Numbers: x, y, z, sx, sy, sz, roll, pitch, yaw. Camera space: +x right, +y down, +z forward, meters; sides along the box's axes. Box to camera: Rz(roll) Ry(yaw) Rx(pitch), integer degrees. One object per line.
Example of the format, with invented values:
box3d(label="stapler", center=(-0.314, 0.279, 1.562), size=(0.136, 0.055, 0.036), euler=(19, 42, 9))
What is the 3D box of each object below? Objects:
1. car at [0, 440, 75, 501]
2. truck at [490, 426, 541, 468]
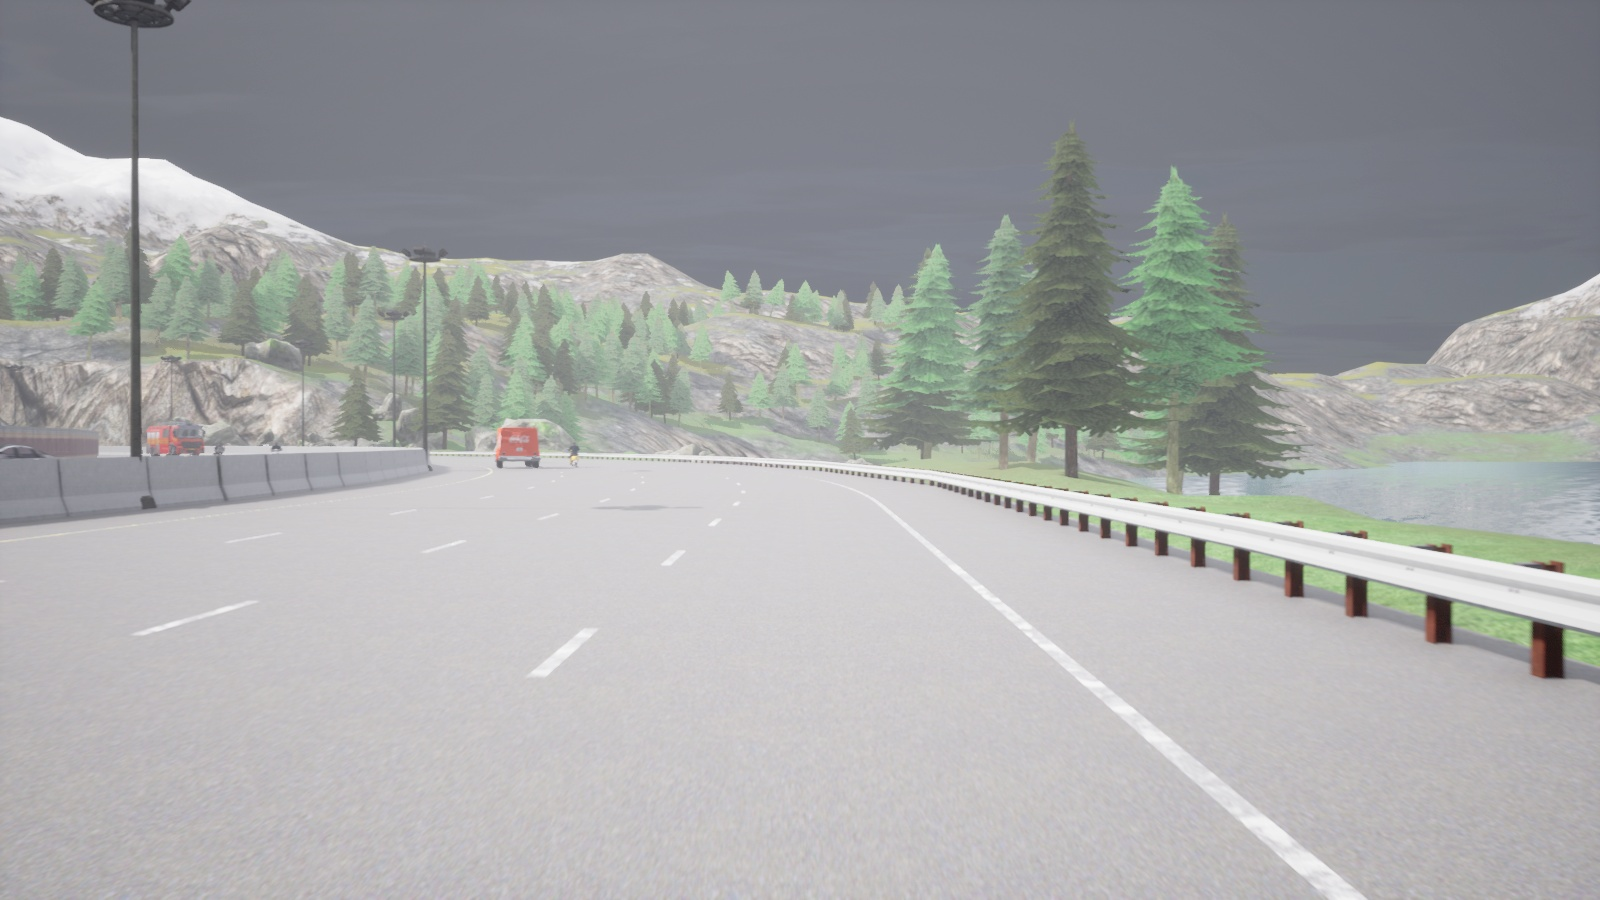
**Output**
box3d(label="car", center=(-20.828, 0.506, 31.841), size=(2.128, 1.511, 4.902), euler=(0, 0, -1))
box3d(label="truck", center=(-17.483, -0.188, 77.013), size=(2.627, 2.467, 5.204), euler=(0, 0, -18))
